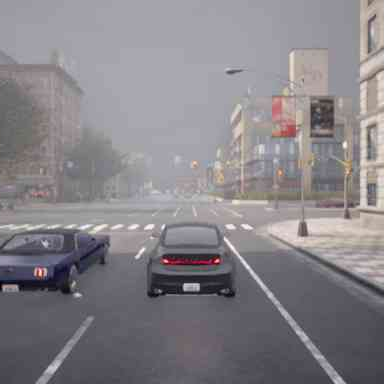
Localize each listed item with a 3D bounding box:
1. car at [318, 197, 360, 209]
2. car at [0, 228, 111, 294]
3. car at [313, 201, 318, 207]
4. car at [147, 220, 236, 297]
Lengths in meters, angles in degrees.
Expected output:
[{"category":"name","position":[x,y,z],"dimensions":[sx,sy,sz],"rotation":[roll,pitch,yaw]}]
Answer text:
[{"category":"car","position":[19.325,1.517,42.838],"dimensions":[4.718,1.301,1.895],"rotation":[0,0,0]},{"category":"car","position":[-3.518,1.583,8.674],"dimensions":[1.895,1.301,4.718],"rotation":[0,0,0]},{"category":"car","position":[19.282,1.435,46.337],"dimensions":[4.674,1.442,1.812],"rotation":[0,0,0]},{"category":"car","position":[-0.019,1.488,8.496],"dimensions":[1.837,1.490,4.892],"rotation":[0,0,0]}]
